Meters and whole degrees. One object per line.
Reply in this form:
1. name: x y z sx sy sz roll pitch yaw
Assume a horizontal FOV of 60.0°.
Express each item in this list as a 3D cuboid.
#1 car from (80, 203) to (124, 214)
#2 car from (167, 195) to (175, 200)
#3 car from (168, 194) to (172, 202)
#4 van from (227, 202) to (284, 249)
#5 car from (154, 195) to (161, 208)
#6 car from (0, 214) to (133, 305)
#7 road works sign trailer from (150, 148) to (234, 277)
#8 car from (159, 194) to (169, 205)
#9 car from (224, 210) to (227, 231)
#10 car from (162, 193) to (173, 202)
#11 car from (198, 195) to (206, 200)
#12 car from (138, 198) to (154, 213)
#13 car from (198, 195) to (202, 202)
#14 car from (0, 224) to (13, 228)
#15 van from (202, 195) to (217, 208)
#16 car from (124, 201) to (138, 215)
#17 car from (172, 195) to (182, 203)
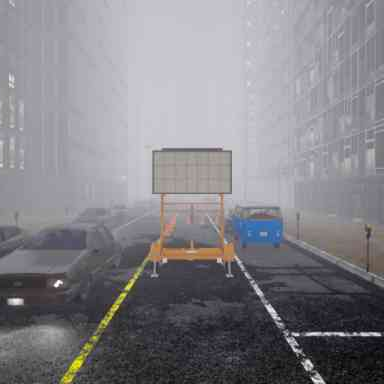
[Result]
1. car: -5.687 1.561 20.037 1.947 1.339 4.313 0 0 0
2. car: -5.660 1.514 88.402 1.802 1.307 4.206 0 0 0
3. car: -5.670 1.278 65.612 2.192 1.841 5.009 0 0 0
4. van: 2.690 1.338 14.337 1.690 1.788 3.998 0 0 0
5. car: -5.677 1.563 48.522 1.802 1.307 4.206 0 0 0
6. car: -3.098 1.546 8.512 2.033 1.411 5.357 0 0 0
7. road works sign trailer: 0.004 0.462 10.223 2.380 3.560 2.880 0 0 0
8. car: -5.671 1.536 59.916 1.947 1.339 4.313 0 0 0
9. car: 2.694 1.577 20.033 1.802 1.307 4.206 0 0 0
10. car: -5.666 1.264 77.007 2.192 1.841 5.009 0 0 0
11. car: 2.720 1.483 88.398 2.008 1.369 4.403 0 0 0
12. car: -5.680 1.571 37.128 1.802 1.307 4.206 0 0 0
13. car: 2.715 1.499 77.003 2.008 1.369 4.403 0 0 0
14. car: -5.691 1.564 8.643 1.947 1.339 4.313 0 0 0
15. van: 2.704 1.322 48.518 1.690 1.788 3.998 0 0 0
16. car: -5.685 1.539 25.734 1.887 1.381 4.507 0 0 0
17. car: -2.975 1.486 67.792 1.812 1.442 4.674 0 0 0
